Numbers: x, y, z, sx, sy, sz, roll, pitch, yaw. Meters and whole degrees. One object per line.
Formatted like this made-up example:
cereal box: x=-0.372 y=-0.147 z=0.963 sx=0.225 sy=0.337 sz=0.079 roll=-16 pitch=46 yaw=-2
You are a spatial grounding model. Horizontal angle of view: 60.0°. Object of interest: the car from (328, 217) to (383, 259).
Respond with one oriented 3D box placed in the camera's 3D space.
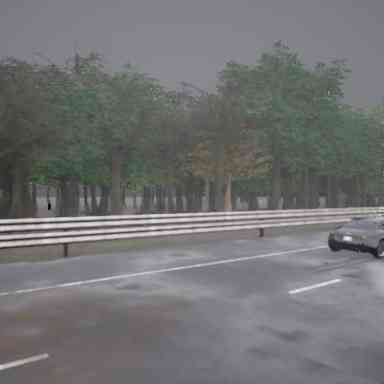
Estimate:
car: x=7.378 y=1.703 z=13.405 sx=4.181 sy=1.385 sz=1.994 roll=1 pitch=0 yaw=-35
